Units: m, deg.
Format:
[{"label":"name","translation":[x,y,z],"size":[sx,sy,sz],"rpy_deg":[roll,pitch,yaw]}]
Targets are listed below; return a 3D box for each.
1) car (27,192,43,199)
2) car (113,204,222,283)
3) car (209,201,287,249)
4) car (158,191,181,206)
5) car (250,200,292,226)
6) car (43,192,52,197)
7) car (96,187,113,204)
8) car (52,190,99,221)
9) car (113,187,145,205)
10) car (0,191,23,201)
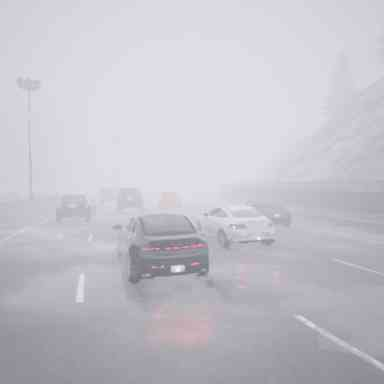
[{"label":"car","translation":[-27.519,0.656,59.633],"size":[1.895,1.301,4.718],"rpy_deg":[-1,1,4]},{"label":"car","translation":[-1.016,1.308,9.242],"size":[1.837,1.490,4.892],"rpy_deg":[-1,1,-17]},{"label":"car","translation":[1.547,1.214,13.005],"size":[1.812,1.442,4.674],"rpy_deg":[-1,1,-15]},{"label":"car","translation":[-2.328,0.652,33.196],"size":[2.097,1.767,4.553],"rpy_deg":[-1,1,-7]},{"label":"car","translation":[3.771,1.104,18.517],"size":[1.994,1.385,4.181],"rpy_deg":[-1,1,-13]},{"label":"car","translation":[-24.016,0.615,59.386],"size":[1.895,1.301,4.718],"rpy_deg":[-1,1,4]},{"label":"car","translation":[-10.073,0.435,41.815],"size":[2.150,2.045,5.566],"rpy_deg":[-1,1,-3]},{"label":"car","translation":[-7.919,0.944,23.053],"size":[2.097,1.767,4.553],"rpy_deg":[-1,1,-10]},{"label":"car","translation":[-5.422,0.642,29.496],"size":[2.150,2.045,5.566],"rpy_deg":[-1,1,-8]},{"label":"car","translation":[-31.146,0.634,57.038],"size":[1.882,1.535,5.008],"rpy_deg":[-1,1,3]}]
